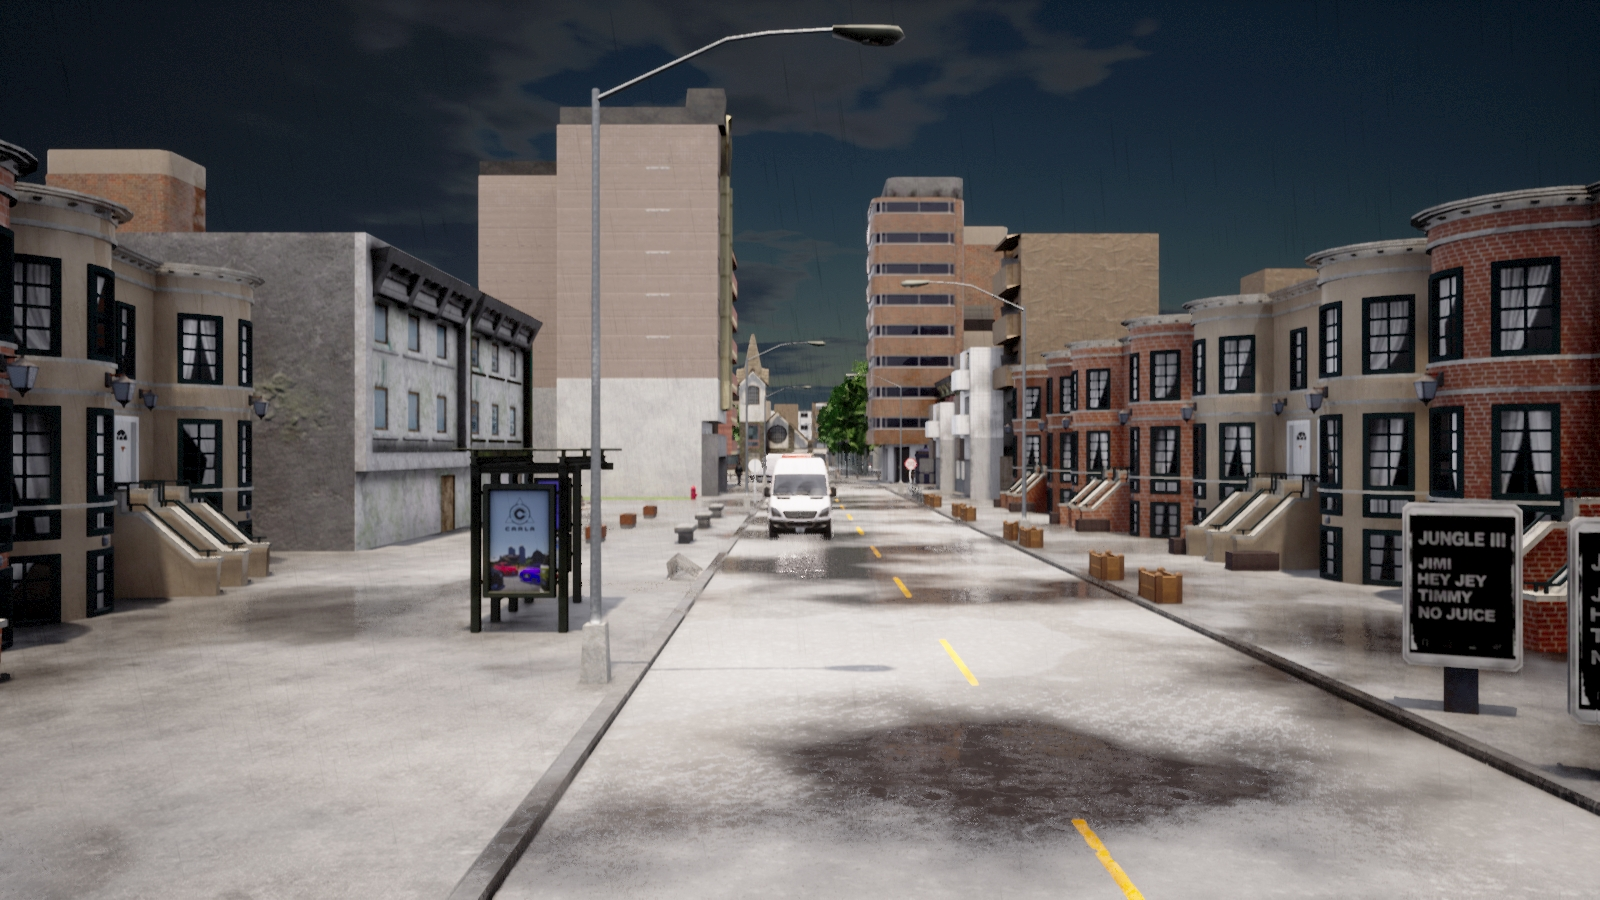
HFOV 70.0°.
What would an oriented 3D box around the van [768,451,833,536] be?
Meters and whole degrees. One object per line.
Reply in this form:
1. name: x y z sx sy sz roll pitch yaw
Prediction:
1. van: 0.008 1.329 37.634 1.988 2.561 5.915 0 0 0
